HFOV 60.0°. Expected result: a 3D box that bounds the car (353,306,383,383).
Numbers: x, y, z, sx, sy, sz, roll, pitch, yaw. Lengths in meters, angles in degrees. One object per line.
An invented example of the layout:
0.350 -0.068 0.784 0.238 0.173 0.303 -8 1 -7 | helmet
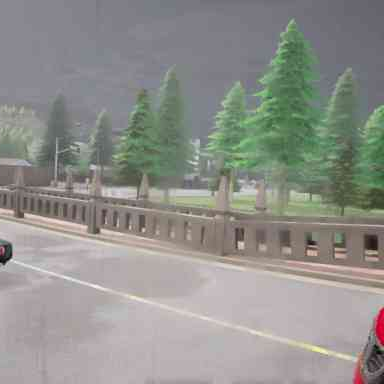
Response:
3.720 1.219 1.336 5.566 2.045 2.150 0 0 36 | car

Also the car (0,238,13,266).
-6.810 1.339 8.811 4.718 1.301 1.895 3 2 35 | car
